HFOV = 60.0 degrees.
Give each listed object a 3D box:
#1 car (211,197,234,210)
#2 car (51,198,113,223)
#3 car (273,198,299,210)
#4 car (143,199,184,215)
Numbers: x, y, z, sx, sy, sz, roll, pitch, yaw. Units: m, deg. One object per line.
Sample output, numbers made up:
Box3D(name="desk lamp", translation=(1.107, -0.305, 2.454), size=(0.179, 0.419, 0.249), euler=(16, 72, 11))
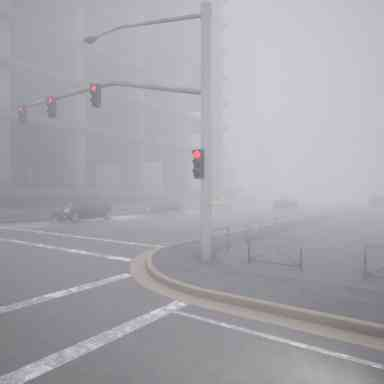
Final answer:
Box3D(name="car", translation=(3.489, 1.422, 42.099), size=(1.882, 1.535, 5.008), euler=(0, 0, 35))
Box3D(name="car", translation=(-8.343, 1.296, 25.419), size=(2.097, 1.767, 4.553), euler=(0, 0, 36))
Box3D(name="car", translation=(11.683, 1.422, 41.228), size=(1.882, 1.535, 5.008), euler=(0, 0, 35))
Box3D(name="car", translation=(-2.767, 1.437, 33.283), size=(2.128, 1.511, 4.902), euler=(0, 0, 35))
